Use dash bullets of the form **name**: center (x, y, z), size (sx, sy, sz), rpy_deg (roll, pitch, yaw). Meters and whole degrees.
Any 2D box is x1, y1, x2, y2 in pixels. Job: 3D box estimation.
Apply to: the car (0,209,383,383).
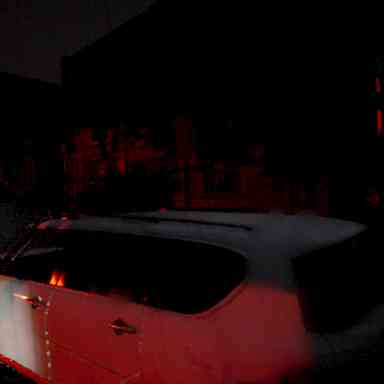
- **car**: center (-0.759, 1.227, 3.859), size (5.566, 2.045, 2.435), rpy_deg (0, 0, 36)
